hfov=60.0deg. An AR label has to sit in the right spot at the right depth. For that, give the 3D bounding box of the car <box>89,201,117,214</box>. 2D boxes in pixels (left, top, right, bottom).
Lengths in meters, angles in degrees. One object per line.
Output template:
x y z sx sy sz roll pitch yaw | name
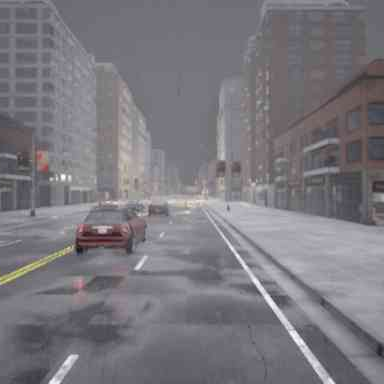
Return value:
-9.850 1.714 37.201 1.895 1.301 4.718 0 0 0 | car

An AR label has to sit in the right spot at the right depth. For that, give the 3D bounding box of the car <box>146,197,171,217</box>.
-3.144 1.578 32.909 1.882 1.535 5.008 0 0 0 | car

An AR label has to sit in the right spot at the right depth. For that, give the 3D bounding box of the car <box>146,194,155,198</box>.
-9.765 1.362 78.835 1.837 1.490 4.892 0 0 0 | car

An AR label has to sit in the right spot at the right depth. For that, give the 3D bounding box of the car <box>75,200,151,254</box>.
-3.152 1.394 13.837 2.097 1.767 4.553 0 0 0 | car

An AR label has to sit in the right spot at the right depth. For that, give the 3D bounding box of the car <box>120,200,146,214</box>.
-6.598 1.663 37.965 2.033 1.411 5.357 0 0 0 | car

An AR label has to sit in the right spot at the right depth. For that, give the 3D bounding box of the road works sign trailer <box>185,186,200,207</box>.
-0.010 0.637 55.859 2.380 3.560 2.880 0 0 0 | road works sign trailer
